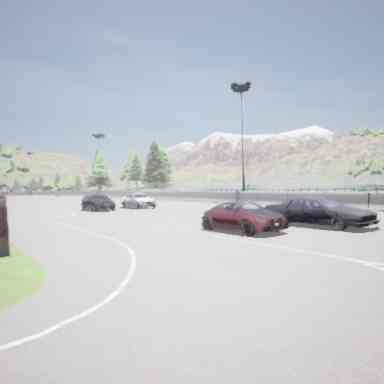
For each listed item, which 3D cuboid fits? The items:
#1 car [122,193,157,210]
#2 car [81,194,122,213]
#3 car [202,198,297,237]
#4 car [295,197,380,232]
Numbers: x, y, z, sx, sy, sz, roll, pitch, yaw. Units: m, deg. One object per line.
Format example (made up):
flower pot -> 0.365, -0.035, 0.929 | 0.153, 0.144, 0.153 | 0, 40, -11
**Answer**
car -> -5.027, 0.803, 30.973 | 1.812, 1.442, 4.674 | -3, 2, -36
car -> -8.411, 0.938, 29.667 | 1.837, 1.490, 4.892 | -3, 2, -36
car -> 2.288, 1.118, 15.212 | 1.994, 1.385, 4.181 | -3, 2, -36
car -> 5.964, 0.951, 16.120 | 2.033, 1.411, 5.357 | -3, 2, -36
